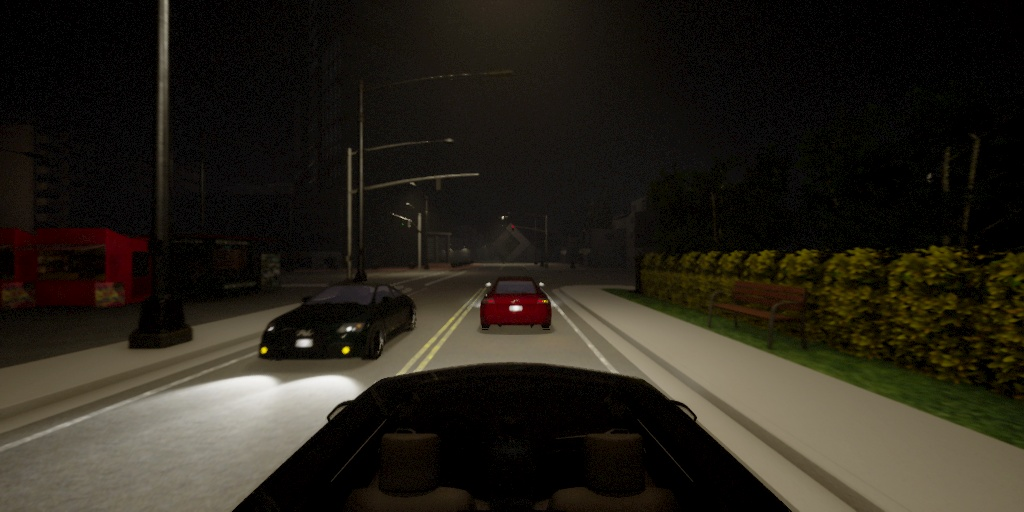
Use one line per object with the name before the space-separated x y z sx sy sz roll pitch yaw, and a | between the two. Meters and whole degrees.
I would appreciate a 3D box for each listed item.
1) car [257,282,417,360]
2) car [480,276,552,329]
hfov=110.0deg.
car | -3.583 1.316 8.179 1.994 1.385 4.181 0 0 0
car | 0.101 1.317 11.232 1.994 1.385 4.181 0 0 0
